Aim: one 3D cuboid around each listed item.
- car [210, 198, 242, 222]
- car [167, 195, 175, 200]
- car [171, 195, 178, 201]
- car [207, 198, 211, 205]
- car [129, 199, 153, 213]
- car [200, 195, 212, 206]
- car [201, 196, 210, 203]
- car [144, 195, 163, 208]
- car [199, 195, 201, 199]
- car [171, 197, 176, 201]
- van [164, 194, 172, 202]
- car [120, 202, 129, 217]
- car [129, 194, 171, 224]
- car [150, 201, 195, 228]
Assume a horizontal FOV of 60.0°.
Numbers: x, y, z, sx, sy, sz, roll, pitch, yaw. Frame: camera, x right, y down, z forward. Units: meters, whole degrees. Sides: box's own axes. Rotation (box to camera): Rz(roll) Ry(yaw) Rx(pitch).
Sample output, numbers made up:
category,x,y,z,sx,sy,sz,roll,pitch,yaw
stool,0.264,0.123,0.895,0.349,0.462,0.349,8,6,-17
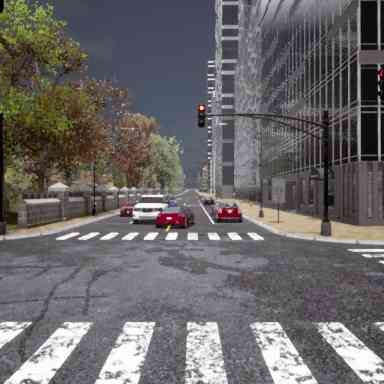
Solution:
category,x,y,z,sx,sy,sz,roll,pitch,yaw
car,2.740,1.442,25.958,1.967,1.590,4.097,0,0,0
car,-5.521,1.531,88.483,1.802,1.307,4.206,0,0,0
car,-3.003,1.354,45.800,2.097,1.767,4.553,0,0,0
car,2.751,1.568,31.639,1.947,1.339,4.313,0,0,0
car,-5.619,1.553,37.335,2.008,1.369,4.403,0,0,0
car,2.794,1.564,54.363,1.947,1.339,4.313,0,0,0
car,2.828,1.506,71.580,1.752,1.417,4.829,0,0,0
car,-5.597,1.316,48.701,2.192,1.841,5.009,0,0,0
car,2.806,1.434,60.044,1.967,1.590,4.097,0,0,0
car,-3.031,1.528,35.590,1.812,1.442,4.674,0,0,0
van,-5.542,1.313,77.117,1.690,1.788,3.998,0,0,0
car,-5.630,1.547,31.652,1.887,1.381,4.507,0,0,0
car,-3.055,1.223,25.436,2.150,2.045,5.566,0,0,0
car,-1.028,1.565,22.162,1.994,1.385,4.181,0,0,10
